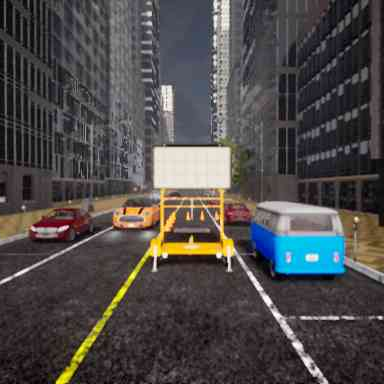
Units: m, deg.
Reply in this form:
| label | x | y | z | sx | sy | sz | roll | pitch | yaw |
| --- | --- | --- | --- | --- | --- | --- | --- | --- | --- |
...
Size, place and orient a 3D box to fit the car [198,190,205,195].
| label | x | y | z | sx | sy | sz | roll | pitch | yaw |
| --- | --- | --- | --- | --- | --- | --- | --- | --- | --- |
| car | 2.698 | 0.160 | 94.676 | 1.887 | 1.381 | 4.507 | 0 | 1 | 0 |

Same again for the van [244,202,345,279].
| label | x | y | z | sx | sy | sz | roll | pitch | yaw |
| --- | --- | --- | --- | --- | --- | --- | --- | --- | --- |
| van | 2.691 | 1.211 | 9.296 | 1.690 | 1.788 | 3.998 | 0 | 1 | 0 |

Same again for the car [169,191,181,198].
| label | x | y | z | sx | sy | sz | roll | pitch | yaw |
| --- | --- | --- | --- | --- | --- | --- | --- | --- | --- |
| car | -3.054 | 0.630 | 60.061 | 1.882 | 1.535 | 5.008 | 0 | 1 | 0 |

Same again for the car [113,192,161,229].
| label | x | y | z | sx | sy | sz | roll | pitch | yaw |
| --- | --- | --- | --- | --- | --- | --- | --- | --- | --- |
| car | -3.098 | 1.085 | 19.216 | 2.097 | 1.767 | 4.553 | 0 | 1 | 0 |

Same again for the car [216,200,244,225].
| label | x | y | z | sx | sy | sz | roll | pitch | yaw |
| --- | --- | --- | --- | --- | --- | --- | --- | --- | --- |
| car | 2.692 | 1.295 | 20.682 | 1.802 | 1.307 | 4.206 | 0 | 1 | 0 |

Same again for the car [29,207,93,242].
| label | x | y | z | sx | sy | sz | roll | pitch | yaw |
| --- | --- | --- | --- | --- | --- | --- | --- | --- | --- |
| car | -5.690 | 1.374 | 14.994 | 1.802 | 1.307 | 4.206 | 0 | 1 | 0 |

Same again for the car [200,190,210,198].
| label | x | y | z | sx | sy | sz | roll | pitch | yaw |
| --- | --- | --- | --- | --- | --- | --- | --- | --- | --- |
| car | 2.696 | 0.411 | 71.907 | 1.967 | 1.590 | 4.097 | 0 | 1 | 0 |

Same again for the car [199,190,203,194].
| label | x | y | z | sx | sy | sz | roll | pitch | yaw |
| --- | --- | --- | --- | --- | --- | --- | --- | --- | --- |
| car | 2.695 | 0.783 | 54.833 | 2.008 | 1.369 | 4.403 | 0 | 1 | 0 |

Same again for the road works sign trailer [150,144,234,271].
| label | x | y | z | sx | sy | sz | roll | pitch | yaw |
| --- | --- | --- | --- | --- | --- | --- | --- | --- | --- |
| road works sign trailer | 0.001 | 0.320 | 10.303 | 2.380 | 3.560 | 2.880 | 0 | 1 | 0 |

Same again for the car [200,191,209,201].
| label | x | y | z | sx | sy | sz | roll | pitch | yaw |
| --- | --- | --- | --- | --- | --- | --- | --- | --- | --- |
| car | 2.694 | 0.867 | 49.141 | 2.008 | 1.369 | 4.403 | 0 | 1 | 0 |

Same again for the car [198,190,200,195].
| label | x | y | z | sx | sy | sz | roll | pitch | yaw |
| --- | --- | --- | --- | --- | --- | --- | --- | --- | --- |
| car | 2.696 | 0.499 | 66.215 | 1.967 | 1.590 | 4.097 | 0 | 1 | 0 |

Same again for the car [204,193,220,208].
| label | x | y | z | sx | sy | sz | roll | pitch | yaw |
| --- | --- | --- | --- | --- | --- | --- | --- | --- | --- |
| car | 2.693 | 1.060 | 37.758 | 1.802 | 1.307 | 4.206 | 0 | 1 | 0 |

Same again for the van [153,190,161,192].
| label | x | y | z | sx | sy | sz | roll | pitch | yaw |
| --- | --- | --- | --- | --- | --- | --- | --- | --- | --- |
| van | -5.686 | 0.573 | 54.835 | 1.690 | 1.788 | 3.998 | 0 | 1 | 0 |
